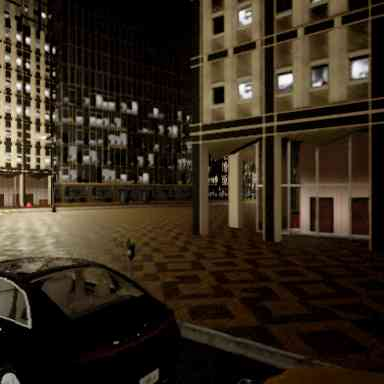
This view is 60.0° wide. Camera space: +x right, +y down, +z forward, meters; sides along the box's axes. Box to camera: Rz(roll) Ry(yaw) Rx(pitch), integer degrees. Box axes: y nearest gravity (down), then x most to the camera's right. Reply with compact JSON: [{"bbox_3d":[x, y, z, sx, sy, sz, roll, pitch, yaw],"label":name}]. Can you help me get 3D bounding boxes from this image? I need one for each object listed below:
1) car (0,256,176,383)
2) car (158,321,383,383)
[{"bbox_3d":[-2.184,1.550,4.436,4.403,1.369,2.008,0,0,36],"label":"car"},{"bbox_3d":[2.291,1.526,1.243,4.829,1.417,1.752,0,0,36],"label":"car"}]
